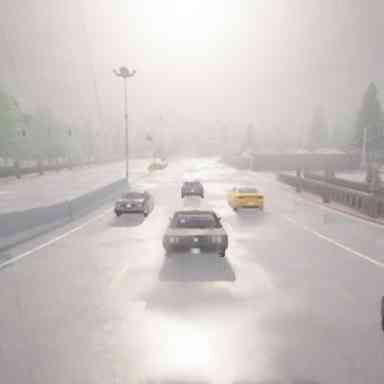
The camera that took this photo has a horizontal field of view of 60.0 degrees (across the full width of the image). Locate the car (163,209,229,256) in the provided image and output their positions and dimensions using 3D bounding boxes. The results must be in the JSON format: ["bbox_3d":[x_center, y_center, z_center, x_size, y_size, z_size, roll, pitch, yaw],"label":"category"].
[{"bbox_3d":[0.101,1.253,11.578,1.895,1.301,4.718,0,3,0],"label":"car"}]

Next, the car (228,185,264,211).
[{"bbox_3d":[3.566,0.269,22.615,1.882,1.535,5.008,0,6,0],"label":"car"}]

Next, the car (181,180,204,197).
[{"bbox_3d":[0.037,-0.410,29.242,1.994,1.385,4.181,0,7,0],"label":"car"}]

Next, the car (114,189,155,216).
[{"bbox_3d":[-3.418,0.554,20.404,2.033,1.411,5.357,0,5,0],"label":"car"}]

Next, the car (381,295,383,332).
[{"bbox_3d":[3.600,1.457,2.788,2.128,1.511,4.902,0,1,0],"label":"car"}]
